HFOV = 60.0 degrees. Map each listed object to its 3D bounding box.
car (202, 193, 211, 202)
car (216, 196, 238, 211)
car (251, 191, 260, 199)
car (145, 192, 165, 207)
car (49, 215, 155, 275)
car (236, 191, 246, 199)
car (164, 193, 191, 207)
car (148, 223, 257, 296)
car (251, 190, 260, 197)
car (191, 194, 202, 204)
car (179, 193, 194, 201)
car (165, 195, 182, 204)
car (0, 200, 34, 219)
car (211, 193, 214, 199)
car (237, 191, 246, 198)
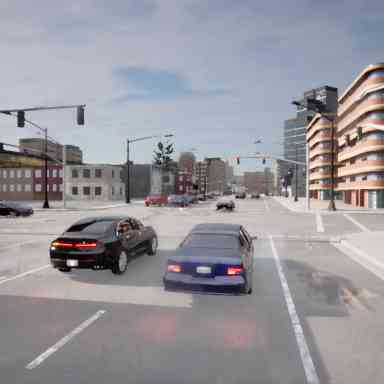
[{"bbox_3d":[1.770,1.119,65.949,2.033,1.411,5.357,0,1,12],"label":"car"},{"bbox_3d":[4.098,1.537,40.114,1.895,1.301,4.718,0,0,11],"label":"car"},{"bbox_3d":[14.347,0.881,75.342,2.128,1.511,4.902,0,1,11],"label":"car"},{"bbox_3d":[-5.152,1.080,49.265,2.150,2.045,5.566,0,1,11],"label":"car"},{"bbox_3d":[-2.509,1.505,10.604,1.837,1.490,4.892,0,0,11],"label":"car"},{"bbox_3d":[11.099,0.902,76.969,1.994,1.385,4.181,0,1,11],"label":"car"},{"bbox_3d":[-1.944,1.223,47.389,2.097,1.767,4.553,0,1,11],"label":"car"},{"bbox_3d":[0.708,1.547,8.860,2.033,1.411,5.357,0,0,11],"label":"car"},{"bbox_3d":[16.351,0.464,85.546,2.097,1.767,4.553,0,1,11],"label":"car"},{"bbox_3d":[-0.184,1.235,56.299,2.128,1.511,4.902,0,1,11],"label":"car"},{"bbox_3d":[-1.127,1.073,69.196,2.033,1.411,5.357,0,1,11],"label":"car"},{"bbox_3d":[-3.249,1.238,58.822,1.812,1.442,4.674,0,1,12],"label":"car"},{"bbox_3d":[-16.266,1.505,28.980,4.892,1.490,1.837,0,0,10],"label":"car"},{"bbox_3d":[3.813,0.862,76.189,1.882,1.535,5.008,0,1,11],"label":"car"},{"bbox_3d":[12.995,0.552,86.621,2.097,1.767,4.553,0,1,11],"label":"car"}]
